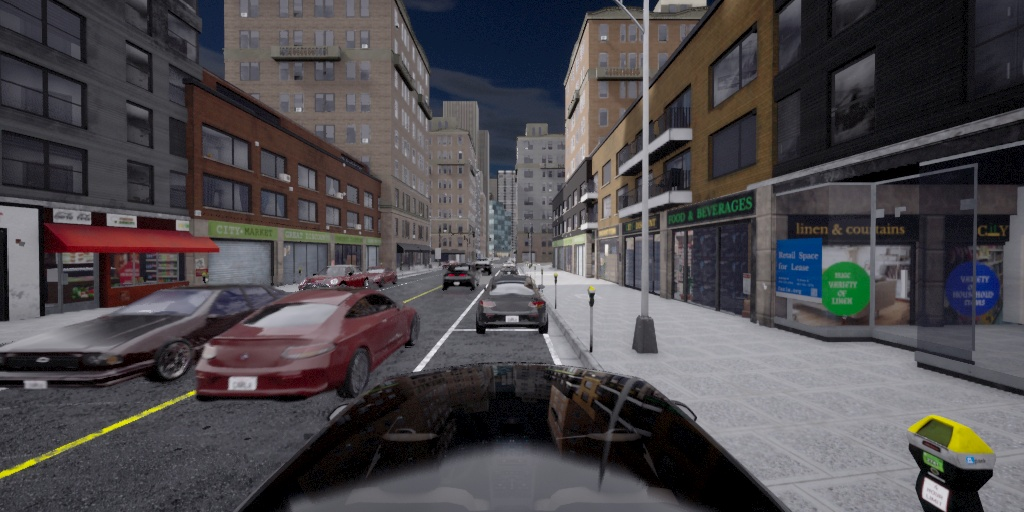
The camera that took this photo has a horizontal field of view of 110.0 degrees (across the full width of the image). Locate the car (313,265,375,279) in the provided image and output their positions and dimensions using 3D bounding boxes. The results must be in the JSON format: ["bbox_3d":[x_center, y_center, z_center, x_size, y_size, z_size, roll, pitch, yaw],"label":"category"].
[{"bbox_3d":[-8.814,1.185,18.031,1.967,1.591,4.097,0,0,0],"label":"car"}]

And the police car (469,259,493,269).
[{"bbox_3d":[-3.144,1.158,39.173,1.930,1.638,5.238,0,0,0],"label":"police car"}]

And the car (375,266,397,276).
[{"bbox_3d":[-8.814,1.325,23.617,1.802,1.307,4.207,0,0,0],"label":"car"}]

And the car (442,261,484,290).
[{"bbox_3d":[-3.044,1.250,22.175,1.837,1.490,4.892,0,0,0],"label":"car"}]

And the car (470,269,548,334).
[{"bbox_3d":[0.003,1.273,10.502,1.812,1.442,4.674,0,0,0],"label":"car"}]

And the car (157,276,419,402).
[{"bbox_3d":[-3.041,1.274,6.356,1.812,1.442,4.674,0,0,0],"label":"car"}]

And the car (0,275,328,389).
[{"bbox_3d":[-6.244,1.296,7.357,2.033,1.411,5.357,0,0,0],"label":"car"}]

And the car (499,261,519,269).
[{"bbox_3d":[-0.272,1.287,34.789,2.007,1.370,4.403,0,0,0],"label":"car"}]
